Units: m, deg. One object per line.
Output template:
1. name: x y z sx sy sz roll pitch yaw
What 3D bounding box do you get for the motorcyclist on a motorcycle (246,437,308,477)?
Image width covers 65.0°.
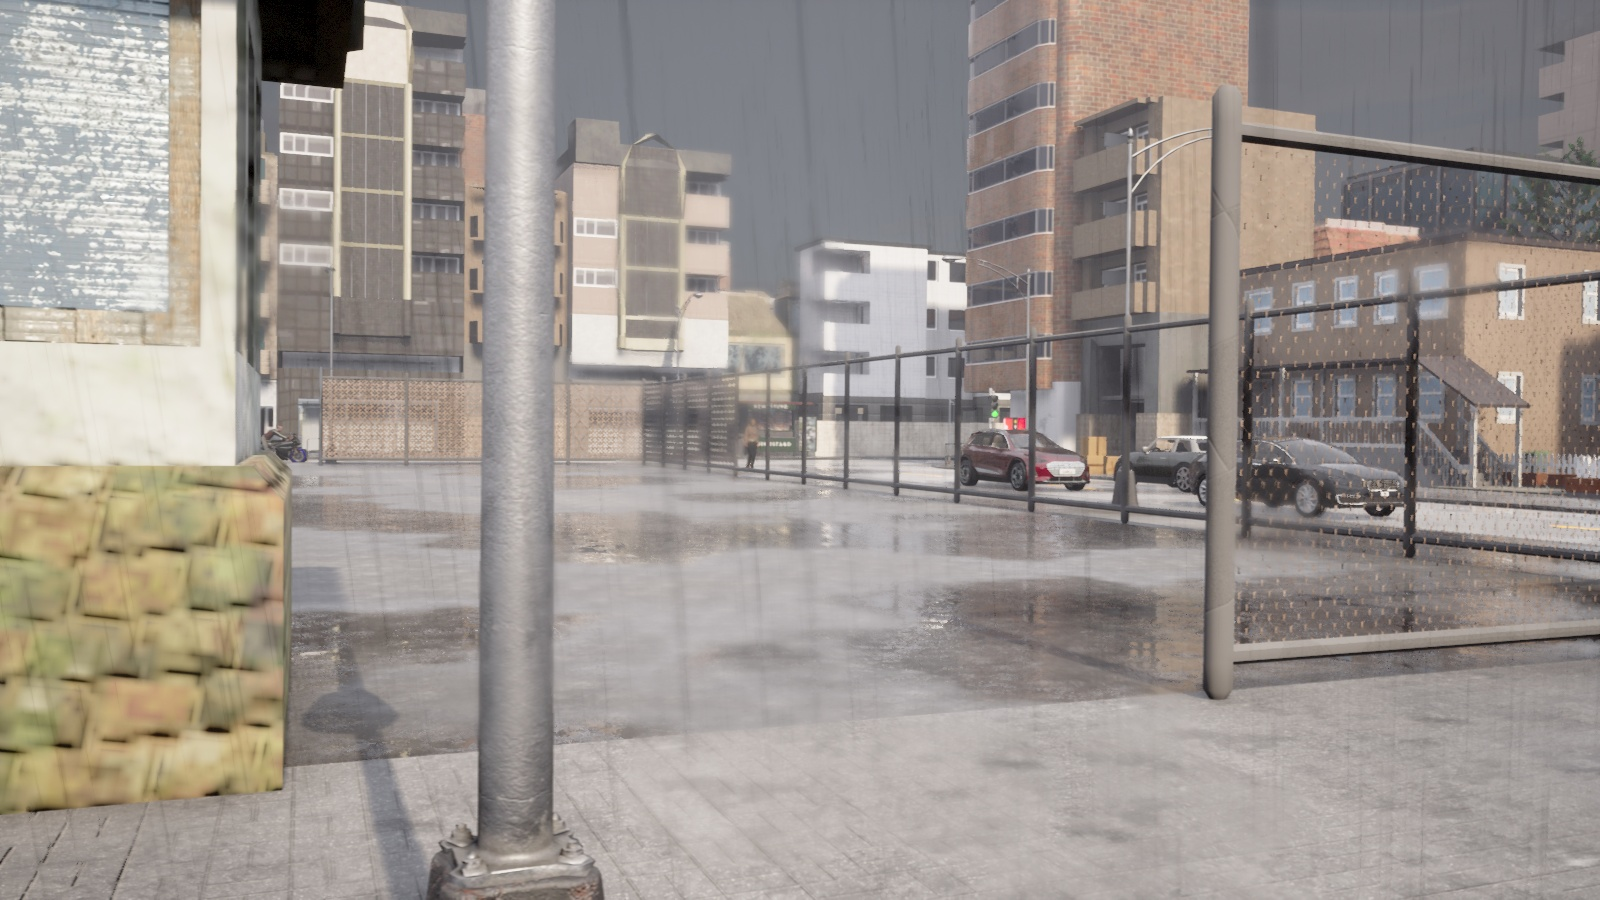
1. motorcyclist on a motorcycle: -20.421 0.256 49.036 2.191 1.530 0.866 -1 1 -21

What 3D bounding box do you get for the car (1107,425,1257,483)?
1. car: 10.322 0.081 34.233 1.970 1.475 3.806 -1 1 -22

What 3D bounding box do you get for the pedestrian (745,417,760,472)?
1. pedestrian: -1.614 -0.175 42.510 0.331 1.846 0.634 -1 1 -18

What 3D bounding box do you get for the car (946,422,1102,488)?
1. car: 6.005 0.093 34.343 2.033 1.649 4.856 -1 1 -20

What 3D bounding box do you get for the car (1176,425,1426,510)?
1. car: 9.747 0.281 24.924 1.837 1.490 4.892 -1 1 -20
